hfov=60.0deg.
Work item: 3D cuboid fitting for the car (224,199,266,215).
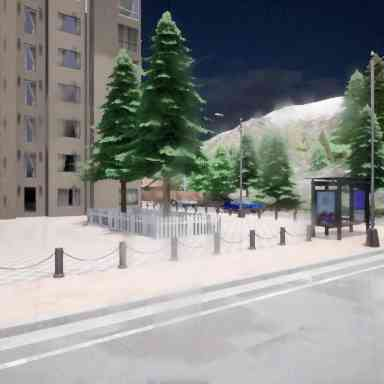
[{"bbox_3d":[5.345,1.493,34.133,1.882,1.535,5.008,0,0,-35],"label":"car"}]

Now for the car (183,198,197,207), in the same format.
[{"bbox_3d":[-1.337,1.616,49.961,1.895,1.301,4.718,0,0,-35],"label":"car"}]

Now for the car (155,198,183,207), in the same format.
[{"bbox_3d":[-3.653,1.222,47.152,1.994,1.385,4.181,0,0,-35],"label":"car"}]
